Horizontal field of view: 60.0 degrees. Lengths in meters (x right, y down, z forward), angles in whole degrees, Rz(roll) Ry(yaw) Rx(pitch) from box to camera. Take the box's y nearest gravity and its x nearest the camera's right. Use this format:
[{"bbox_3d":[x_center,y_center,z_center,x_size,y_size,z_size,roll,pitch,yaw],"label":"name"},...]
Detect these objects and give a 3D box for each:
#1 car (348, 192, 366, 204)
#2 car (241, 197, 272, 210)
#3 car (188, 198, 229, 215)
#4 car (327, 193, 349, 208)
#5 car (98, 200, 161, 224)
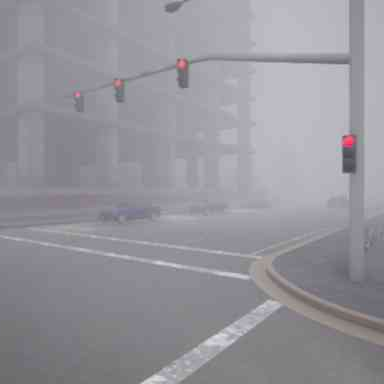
[{"bbox_3d":[25.934,0.945,52.568,2.150,2.045,5.566,0,0,36],"label":"car"},{"bbox_3d":[7.948,1.343,40.299,2.033,1.411,5.357,0,0,37],"label":"car"},{"bbox_3d":[1.634,1.313,31.750,1.882,1.535,5.008,0,0,36],"label":"car"},{"bbox_3d":[18.937,1.258,43.085,2.128,1.511,4.902,0,0,36],"label":"car"},{"bbox_3d":[-4.350,1.351,23.649,1.882,1.535,5.008,0,0,36],"label":"car"}]
